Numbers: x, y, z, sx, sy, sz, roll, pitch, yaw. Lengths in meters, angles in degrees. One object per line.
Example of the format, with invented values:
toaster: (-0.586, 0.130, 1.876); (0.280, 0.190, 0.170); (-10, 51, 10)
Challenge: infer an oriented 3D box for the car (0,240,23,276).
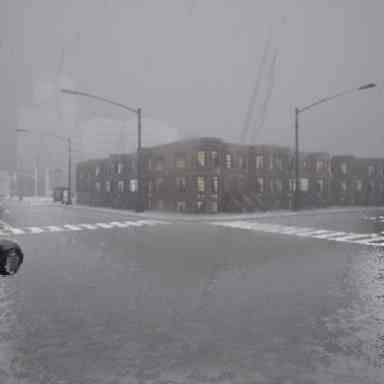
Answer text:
car: (-5.927, 1.528, 7.494); (1.812, 1.442, 4.674); (0, 0, 9)
